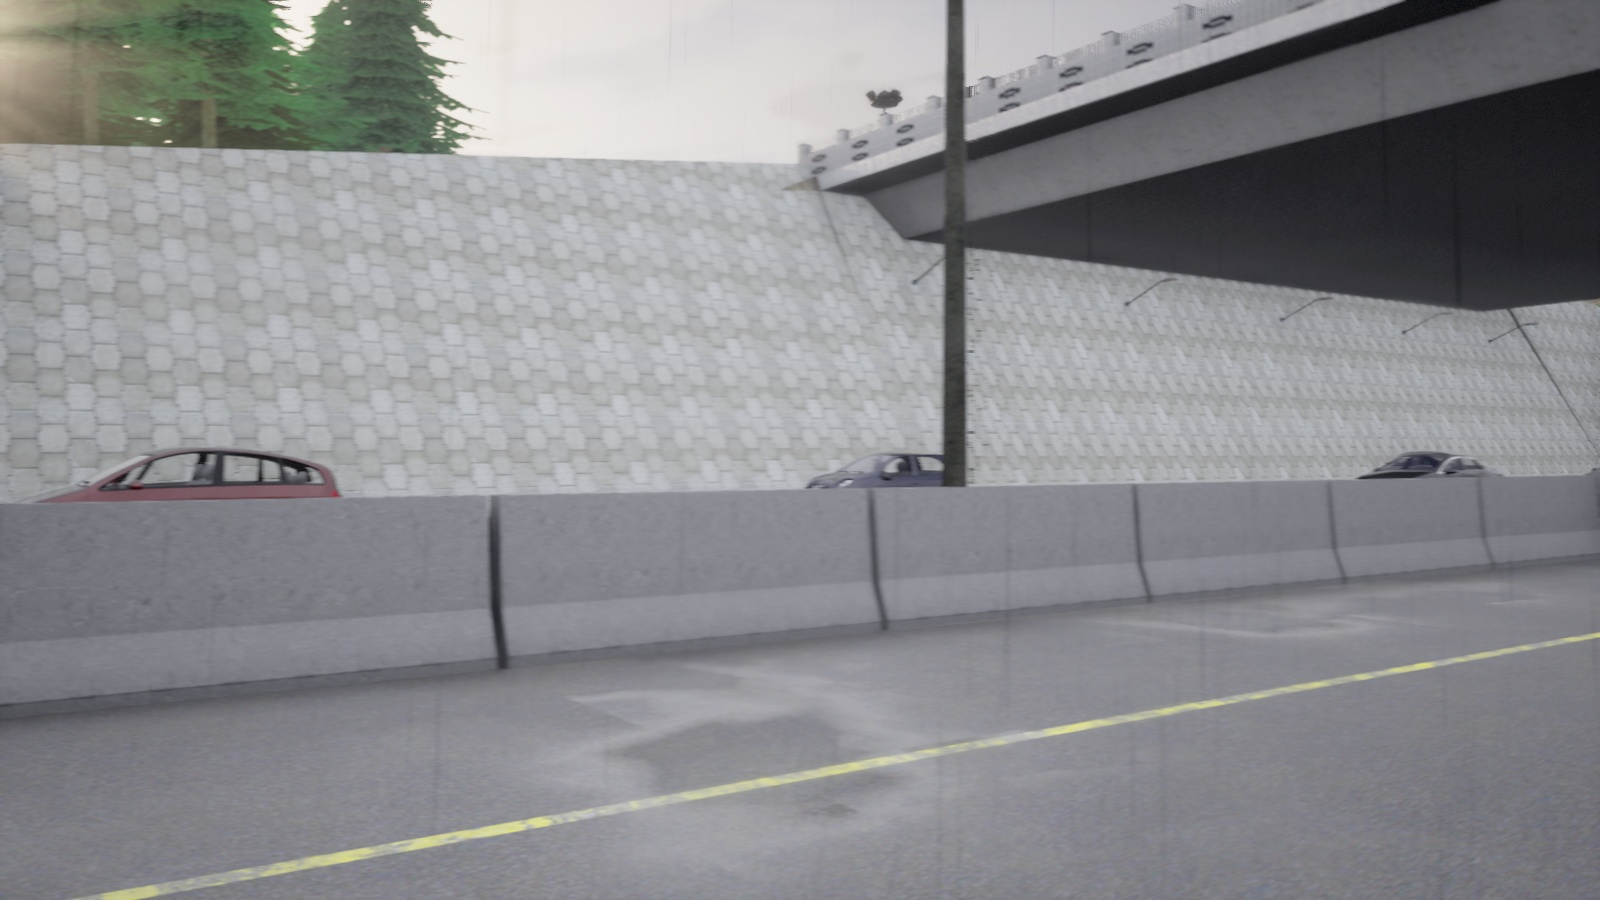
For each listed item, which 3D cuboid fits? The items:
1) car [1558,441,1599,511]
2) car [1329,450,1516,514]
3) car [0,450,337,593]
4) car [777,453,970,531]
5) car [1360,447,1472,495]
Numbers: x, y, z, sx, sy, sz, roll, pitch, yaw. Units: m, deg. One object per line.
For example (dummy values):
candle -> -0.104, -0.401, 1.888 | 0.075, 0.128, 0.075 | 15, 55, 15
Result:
car -> 21.086, 0.623, 31.129 | 4.611, 1.667, 2.242 | 0, 0, -35
car -> 15.742, 0.747, 31.675 | 4.902, 1.511, 2.128 | 0, 0, -35
car -> -7.793, 0.778, 15.292 | 3.705, 1.549, 1.789 | 0, 0, -35
car -> 1.556, 0.820, 26.063 | 3.633, 1.501, 1.845 | 0, 0, -35
car -> 21.831, 0.708, 44.441 | 3.988, 1.617, 1.851 | 0, 0, -35
